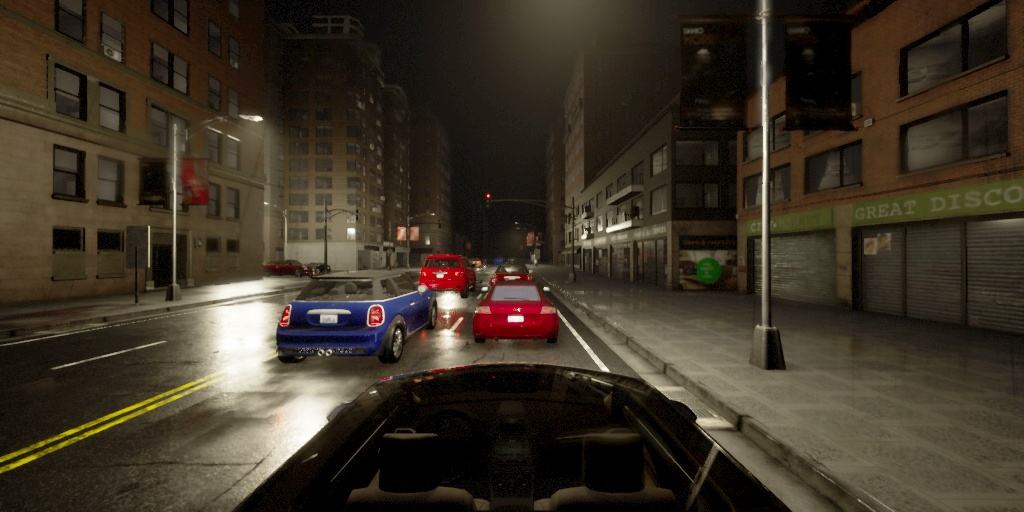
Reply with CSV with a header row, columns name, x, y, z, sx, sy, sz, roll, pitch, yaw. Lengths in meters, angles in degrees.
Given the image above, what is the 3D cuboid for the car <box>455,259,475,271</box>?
name,x,y,z,sx,sy,sz,roll,pitch,yaw
car,-6.559,1.260,50.374,2.128,1.511,4.902,0,0,0

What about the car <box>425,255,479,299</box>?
name,x,y,z,sx,sy,sz,roll,pitch,yaw
car,-3.139,0.974,18.328,2.150,2.045,5.566,0,0,0

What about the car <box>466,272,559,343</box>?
name,x,y,z,sx,sy,sz,roll,pitch,yaw
car,0.098,1.315,9.671,1.994,1.385,4.181,0,0,0

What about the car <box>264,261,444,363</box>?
name,x,y,z,sx,sy,sz,roll,pitch,yaw
car,-3.142,1.103,8.289,2.097,1.767,4.553,0,0,0

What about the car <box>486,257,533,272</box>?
name,x,y,z,sx,sy,sz,roll,pitch,yaw
car,0.011,1.104,18.289,2.097,1.767,4.553,0,0,0

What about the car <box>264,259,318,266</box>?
name,x,y,z,sx,sy,sz,roll,pitch,yaw
car,-20.772,1.103,33.621,4.553,1.767,2.097,0,0,2

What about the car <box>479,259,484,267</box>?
name,x,y,z,sx,sy,sz,roll,pitch,yaw
car,-6.534,1.130,61.477,2.097,1.767,4.553,0,0,0
